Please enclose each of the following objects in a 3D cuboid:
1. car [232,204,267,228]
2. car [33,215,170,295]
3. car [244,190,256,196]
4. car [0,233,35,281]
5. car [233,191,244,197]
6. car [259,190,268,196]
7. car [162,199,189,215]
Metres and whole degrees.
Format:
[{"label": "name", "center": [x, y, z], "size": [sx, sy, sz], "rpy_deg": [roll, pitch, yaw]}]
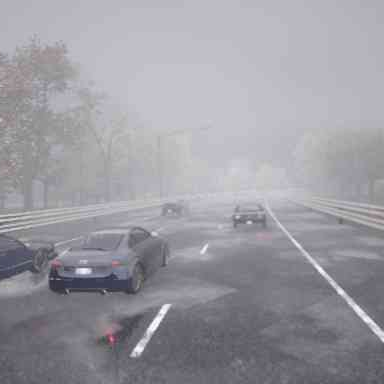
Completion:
[{"label": "car", "center": [3.513, 1.357, 20.379], "size": [1.895, 1.301, 4.718], "rpy_deg": [-2, 0, 10]}, {"label": "car", "center": [-1.926, 1.587, 8.866], "size": [1.994, 1.385, 4.181], "rpy_deg": [-2, 0, 9]}, {"label": "car", "center": [16.115, 0.308, 93.089], "size": [2.097, 1.767, 4.553], "rpy_deg": [-2, 0, 15]}, {"label": "car", "center": [-5.572, 1.711, 8.261], "size": [2.033, 1.411, 5.357], "rpy_deg": [-2, 0, 9]}, {"label": "car", "center": [12.539, 0.586, 93.240], "size": [1.837, 1.490, 4.892], "rpy_deg": [-2, 0, 15]}, {"label": "car", "center": [19.611, 0.375, 92.593], "size": [1.994, 1.385, 4.181], "rpy_deg": [-2, 0, 15]}, {"label": "car", "center": [-1.523, 1.396, 31.718], "size": [1.837, 1.490, 4.892], "rpy_deg": [-2, 0, 11]}]
